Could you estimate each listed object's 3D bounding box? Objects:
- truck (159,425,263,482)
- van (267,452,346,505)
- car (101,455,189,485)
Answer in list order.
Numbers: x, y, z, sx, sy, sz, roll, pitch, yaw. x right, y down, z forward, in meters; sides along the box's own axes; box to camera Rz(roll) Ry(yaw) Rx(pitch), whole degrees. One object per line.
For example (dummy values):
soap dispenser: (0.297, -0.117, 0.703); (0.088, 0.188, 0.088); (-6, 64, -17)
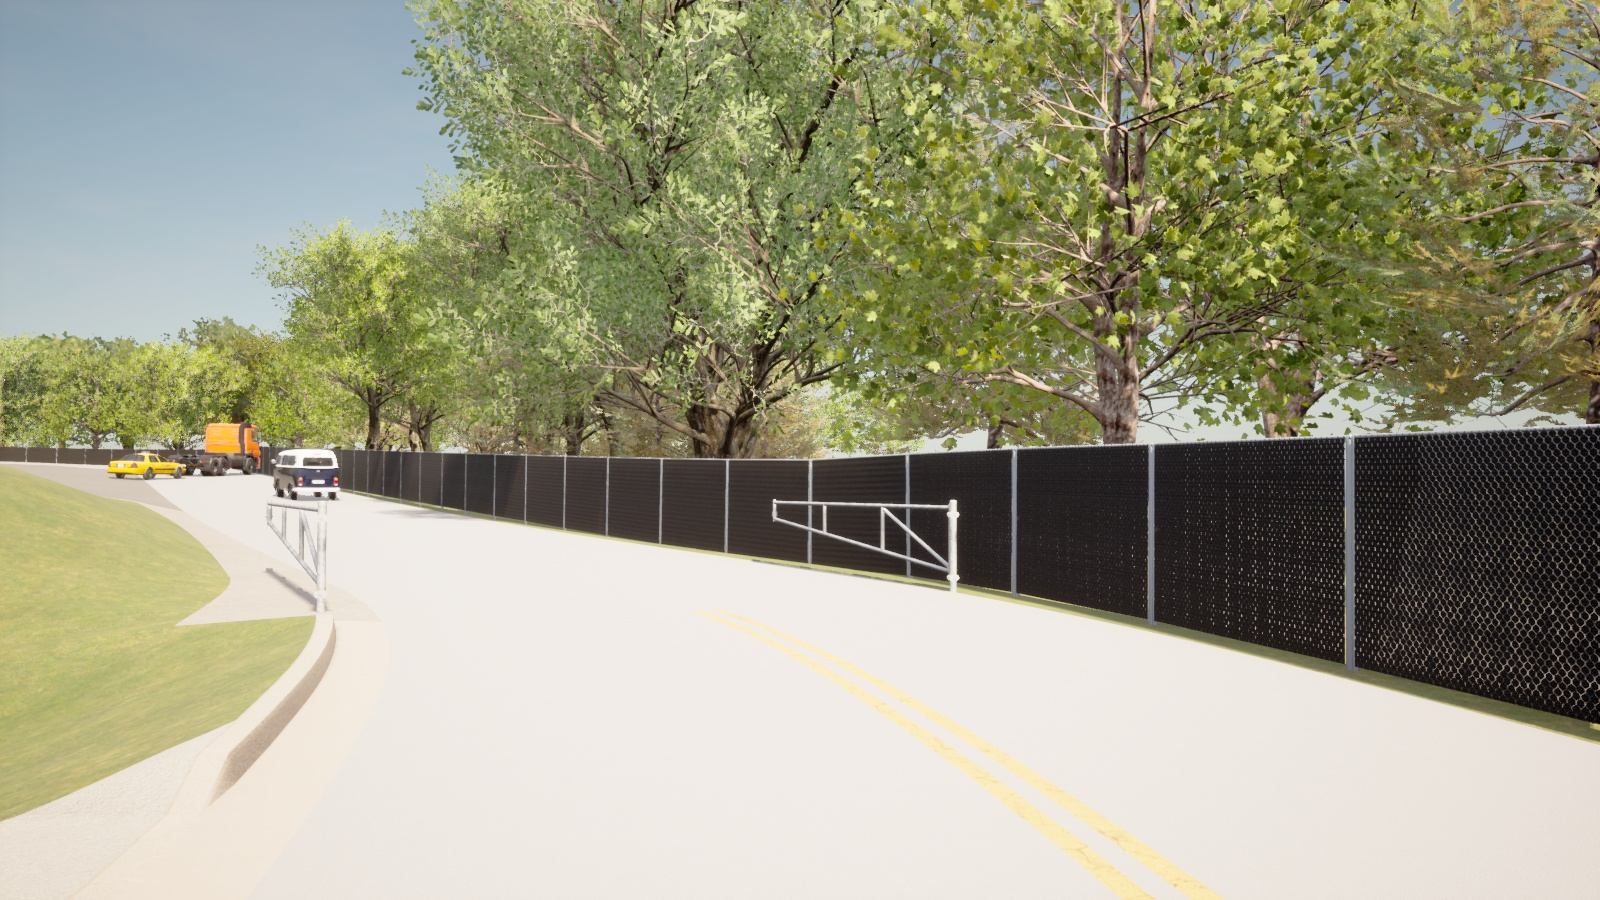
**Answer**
truck: (-37.804, 0.208, 80.940); (2.891, 3.462, 7.936); (1, 0, 0)
van: (-20.267, 1.135, 51.475); (2.069, 2.038, 4.480); (1, 0, -34)
car: (-36.675, 1.127, 70.474); (1.801, 1.575, 5.366); (1, 0, 4)
